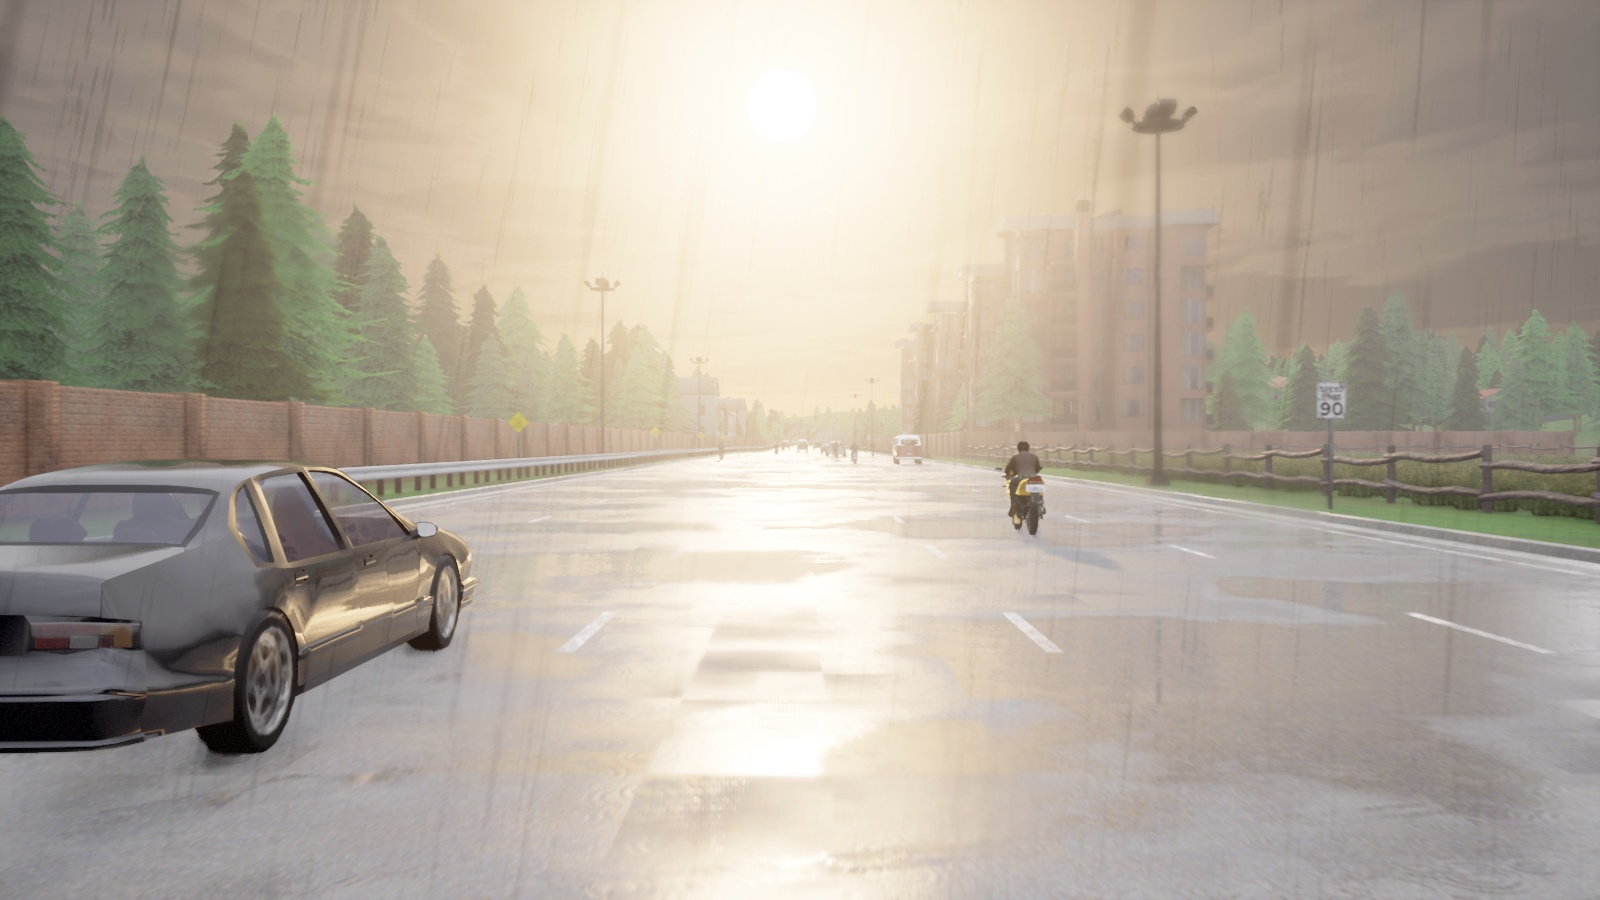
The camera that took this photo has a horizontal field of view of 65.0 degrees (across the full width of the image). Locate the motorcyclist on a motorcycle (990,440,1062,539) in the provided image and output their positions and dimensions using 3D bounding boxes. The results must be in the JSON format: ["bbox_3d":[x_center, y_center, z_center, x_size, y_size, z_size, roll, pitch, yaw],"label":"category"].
[{"bbox_3d":[3.631,0.616,20.344,0.797,1.523,2.044,0,0,0],"label":"motorcyclist on a motorcycle"}]

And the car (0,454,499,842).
[{"bbox_3d":[-3.443,0.749,7.394,2.033,1.411,5.357,0,0,0],"label":"car"}]

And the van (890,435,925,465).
[{"bbox_3d":[7.444,-0.018,87.576,2.069,2.038,4.480,0,0,0],"label":"van"}]
